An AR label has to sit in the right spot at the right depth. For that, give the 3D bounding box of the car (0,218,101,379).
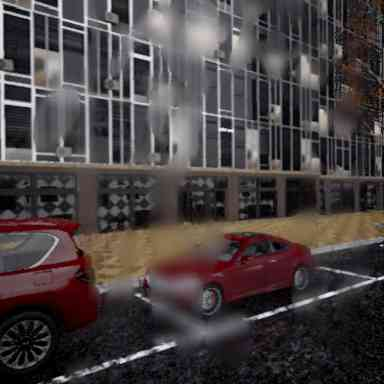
[{"bbox_3d":[-3.638,1.318,3.977,5.009,1.841,2.192,0,0,-35],"label":"car"}]

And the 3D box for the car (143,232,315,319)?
[{"bbox_3d":[0.992,1.567,7.275,4.206,1.307,1.802,0,0,-35],"label":"car"}]
